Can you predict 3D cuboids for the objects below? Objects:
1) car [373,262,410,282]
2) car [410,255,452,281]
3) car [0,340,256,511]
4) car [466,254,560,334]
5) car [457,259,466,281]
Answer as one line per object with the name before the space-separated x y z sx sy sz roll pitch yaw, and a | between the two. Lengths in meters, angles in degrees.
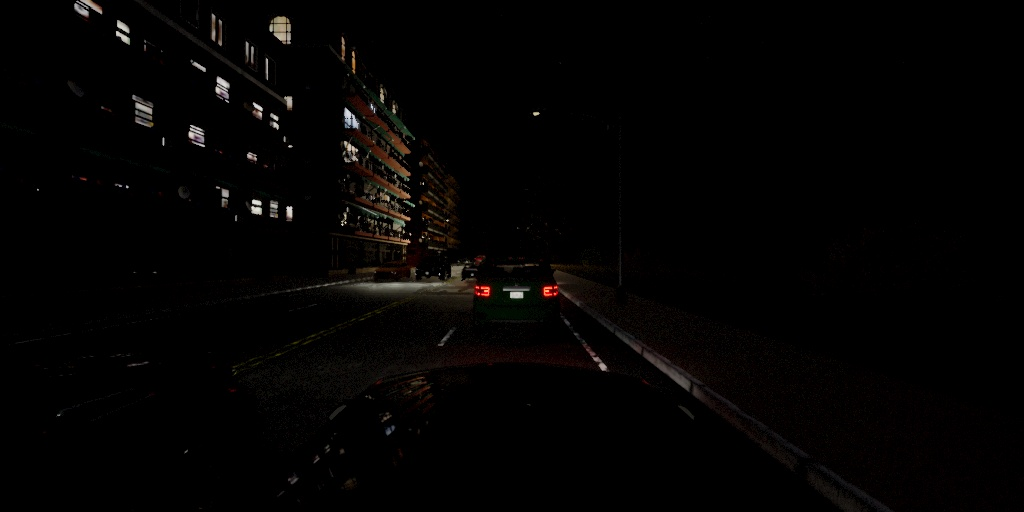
car | -9.760 1.229 29.596 1.882 1.535 5.008 0 0 0
car | -6.507 0.973 30.267 2.150 2.045 5.566 0 0 0
car | -3.156 0.971 0.514 2.150 2.045 5.566 0 0 0
car | 0.123 0.973 10.751 2.150 2.045 5.566 0 0 0
car | -3.058 1.242 30.120 2.128 1.511 4.902 0 0 0
